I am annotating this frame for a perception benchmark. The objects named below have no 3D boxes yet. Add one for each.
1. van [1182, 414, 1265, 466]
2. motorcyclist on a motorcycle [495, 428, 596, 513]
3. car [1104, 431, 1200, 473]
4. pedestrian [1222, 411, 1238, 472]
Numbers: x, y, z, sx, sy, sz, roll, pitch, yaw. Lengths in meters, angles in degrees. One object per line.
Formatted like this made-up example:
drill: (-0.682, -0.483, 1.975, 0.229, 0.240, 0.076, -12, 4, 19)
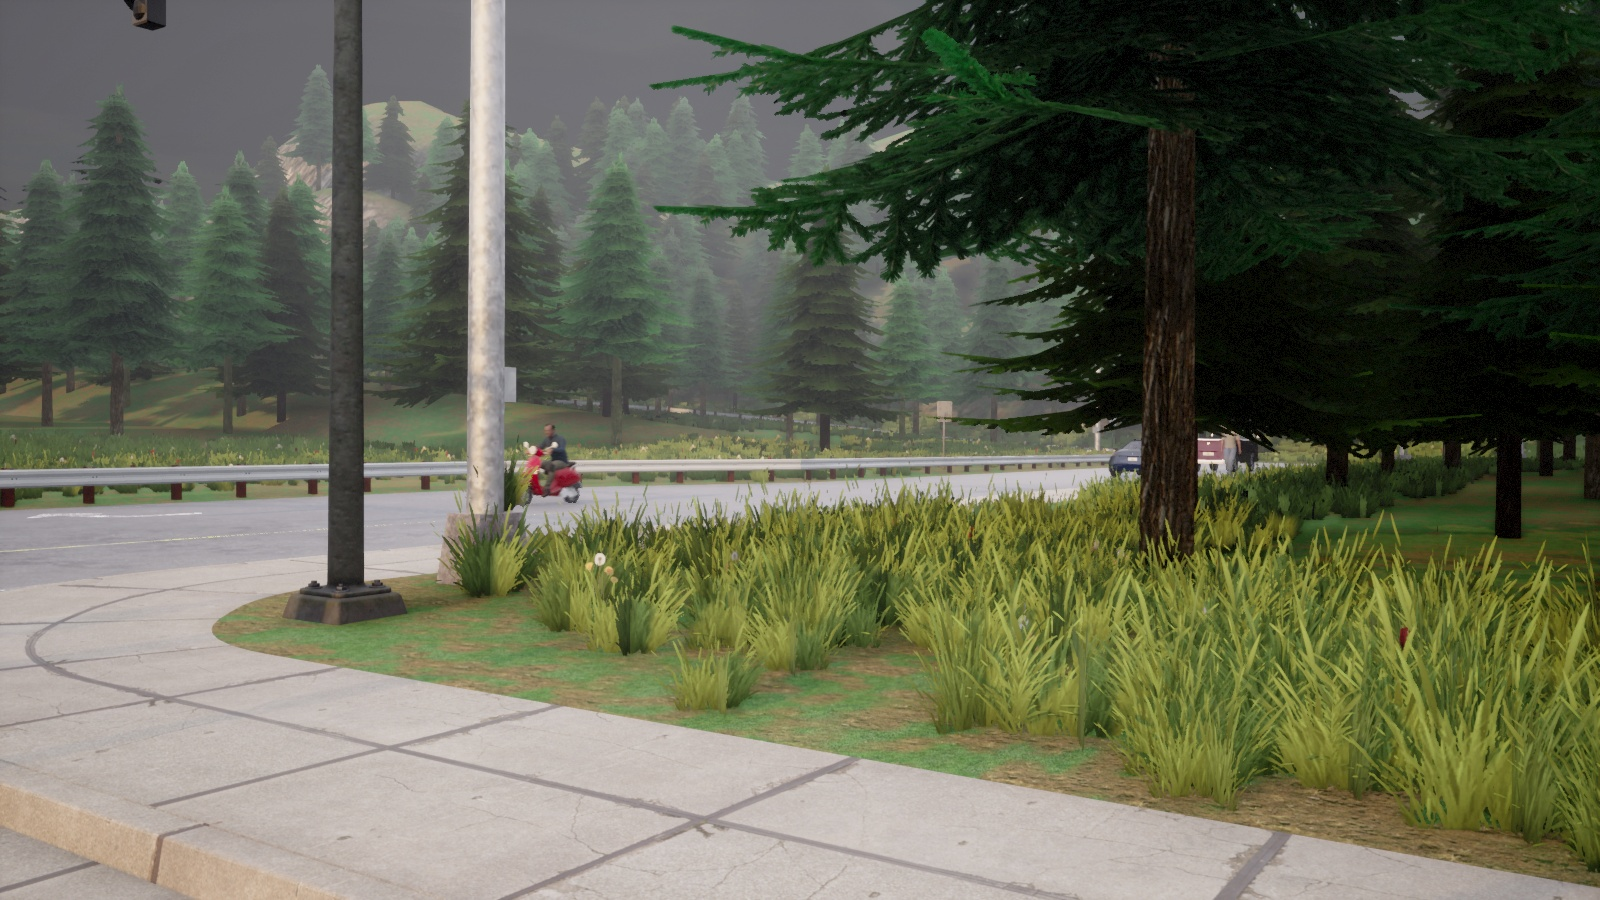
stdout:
van: (17.456, -0.436, 51.694, 2.069, 2.038, 4.480, 0, 1, 35)
motorcyclist on a motorcycle: (-4.916, 0.370, 24.364, 0.866, 1.590, 1.817, 0, 1, 33)
car: (12.544, 0.046, 44.617, 1.994, 1.385, 4.181, 0, 1, 35)
pedestrian: (13.054, -0.272, 38.140, 0.354, 1.836, 0.706, 0, 1, 28)
